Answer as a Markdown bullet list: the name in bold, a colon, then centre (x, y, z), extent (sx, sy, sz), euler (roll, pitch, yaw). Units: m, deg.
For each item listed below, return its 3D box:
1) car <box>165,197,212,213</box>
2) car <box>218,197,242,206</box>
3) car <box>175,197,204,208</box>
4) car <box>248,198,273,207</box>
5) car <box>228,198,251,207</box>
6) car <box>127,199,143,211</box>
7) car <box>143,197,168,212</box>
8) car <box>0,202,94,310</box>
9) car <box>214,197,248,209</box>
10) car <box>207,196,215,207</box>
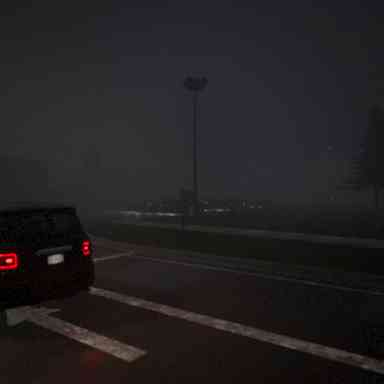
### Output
- **car**: centre (-0.250, 1.609, 37.635), extent (2.033, 1.411, 5.357), euler (0, 0, 35)
- **car**: centre (6.911, 1.629, 60.044), extent (2.033, 1.411, 5.357), euler (0, 0, 35)
- **car**: centre (-0.302, 1.586, 49.784), extent (1.837, 1.490, 4.892), euler (0, 0, 35)
- **car**: centre (11.557, 1.610, 54.528), extent (2.033, 1.411, 5.357), euler (0, 0, 35)
- **car**: centre (7.993, 1.673, 55.524), extent (1.895, 1.301, 4.718), euler (0, 0, 35)
- **car**: centre (-6.034, 1.606, 41.544), extent (1.812, 1.442, 4.674), euler (0, 0, 34)
- **car**: centre (-3.184, 1.423, 39.546), extent (2.097, 1.767, 4.553), euler (0, 0, 35)
- **car**: centre (-4.509, 1.243, 7.196), extent (5.566, 2.045, 2.150), euler (0, 0, 35)
- **car**: centre (5.476, 1.567, 45.835), extent (1.837, 1.490, 4.892), euler (0, 0, 35)
- **car**: centre (2.285, 1.423, 47.378), extent (2.097, 1.767, 4.553), euler (0, 0, 35)
